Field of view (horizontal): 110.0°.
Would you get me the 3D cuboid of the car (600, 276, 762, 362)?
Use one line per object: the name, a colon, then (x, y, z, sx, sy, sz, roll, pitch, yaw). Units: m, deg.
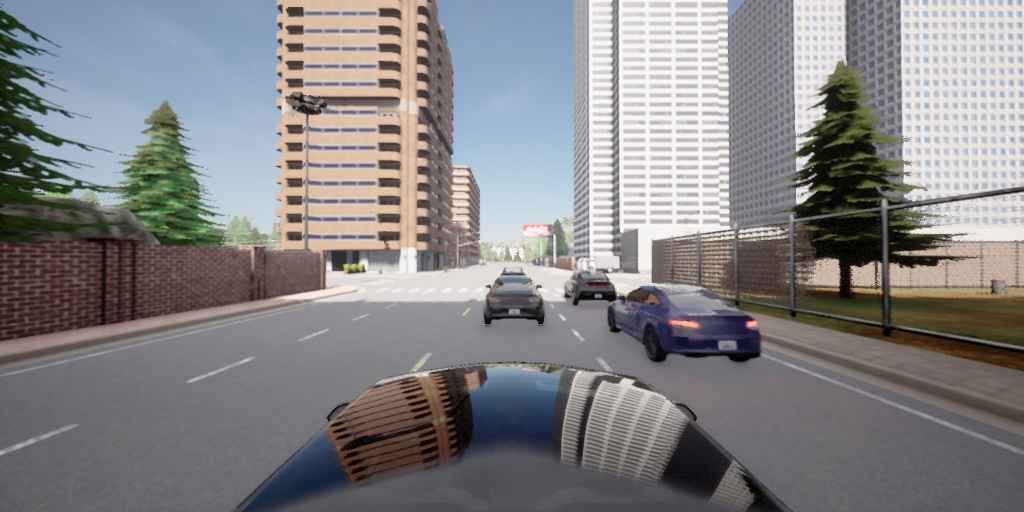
car: (3.601, 1.359, 8.304, 1.812, 1.442, 4.674, 0, -1, 0)

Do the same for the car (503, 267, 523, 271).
car: (0.079, 1.526, 25.505, 2.128, 1.511, 4.902, 0, 0, 0)

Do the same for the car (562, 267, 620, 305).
car: (3.627, 1.451, 17.277, 1.837, 1.490, 4.892, 0, -1, 1)

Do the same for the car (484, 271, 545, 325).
car: (0.070, 1.409, 12.227, 1.812, 1.442, 4.674, 0, -1, 0)
